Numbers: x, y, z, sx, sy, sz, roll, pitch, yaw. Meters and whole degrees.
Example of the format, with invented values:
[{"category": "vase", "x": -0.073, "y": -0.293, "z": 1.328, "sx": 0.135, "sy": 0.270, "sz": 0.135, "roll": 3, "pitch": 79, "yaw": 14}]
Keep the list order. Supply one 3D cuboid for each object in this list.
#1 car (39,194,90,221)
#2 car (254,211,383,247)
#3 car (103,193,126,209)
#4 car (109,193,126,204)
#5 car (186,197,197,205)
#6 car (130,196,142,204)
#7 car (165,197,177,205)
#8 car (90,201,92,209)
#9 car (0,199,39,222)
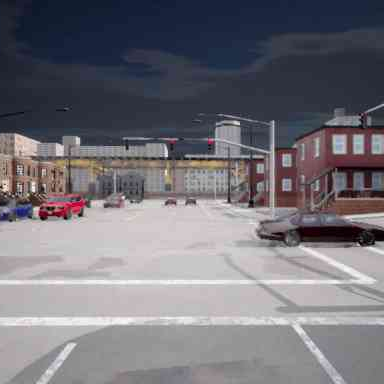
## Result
[{"category": "car", "x": -10.678, "y": 1.221, "z": 27.734, "sx": 2.150, "sy": 2.045, "sz": 5.566, "roll": 0, "pitch": 0, "yaw": 0}, {"category": "car", "x": 5.413, "y": 1.541, "z": 14.278, "sx": 5.357, "sy": 1.411, "sz": 2.033, "roll": 0, "pitch": 0, "yaw": 2}, {"category": "car", "x": -10.726, "y": 1.351, "z": 45.747, "sx": 2.097, "sy": 1.767, "sz": 4.553, "roll": 0, "pitch": 0, "yaw": 0}, {"category": "car", "x": -14.186, "y": 1.207, "z": 63.592, "sx": 2.150, "sy": 2.045, "sz": 5.566, "roll": 0, "pitch": 0, "yaw": 0}, {"category": "car", "x": -0.170, "y": 1.526, "z": 58.582, "sx": 1.812, "sy": 1.442, "sz": 4.674, "roll": 0, "pitch": 0, "yaw": 0}, {"category": "car", "x": -10.685, "y": 1.509, "z": 63.731, "sx": 2.128, "sy": 1.511, "sz": 4.902, "roll": 0, "pitch": 0, "yaw": 0}, {"category": "car", "x": -3.565, "y": 1.526, "z": 56.764, "sx": 1.812, "sy": 1.442, "sz": 4.674, "roll": 0, "pitch": 0, "yaw": 0}, {"category": "car", "x": -14.217, "y": 1.490, "z": 42.184, "sx": 2.128, "sy": 1.511, "sz": 4.902, "roll": 0, "pitch": 0, "yaw": 0}, {"category": "car", "x": -14.174, "y": 1.351, "z": 25.843, "sx": 2.097, "sy": 1.767, "sz": 4.553, "roll": 0, "pitch": 0, "yaw": 0}]
